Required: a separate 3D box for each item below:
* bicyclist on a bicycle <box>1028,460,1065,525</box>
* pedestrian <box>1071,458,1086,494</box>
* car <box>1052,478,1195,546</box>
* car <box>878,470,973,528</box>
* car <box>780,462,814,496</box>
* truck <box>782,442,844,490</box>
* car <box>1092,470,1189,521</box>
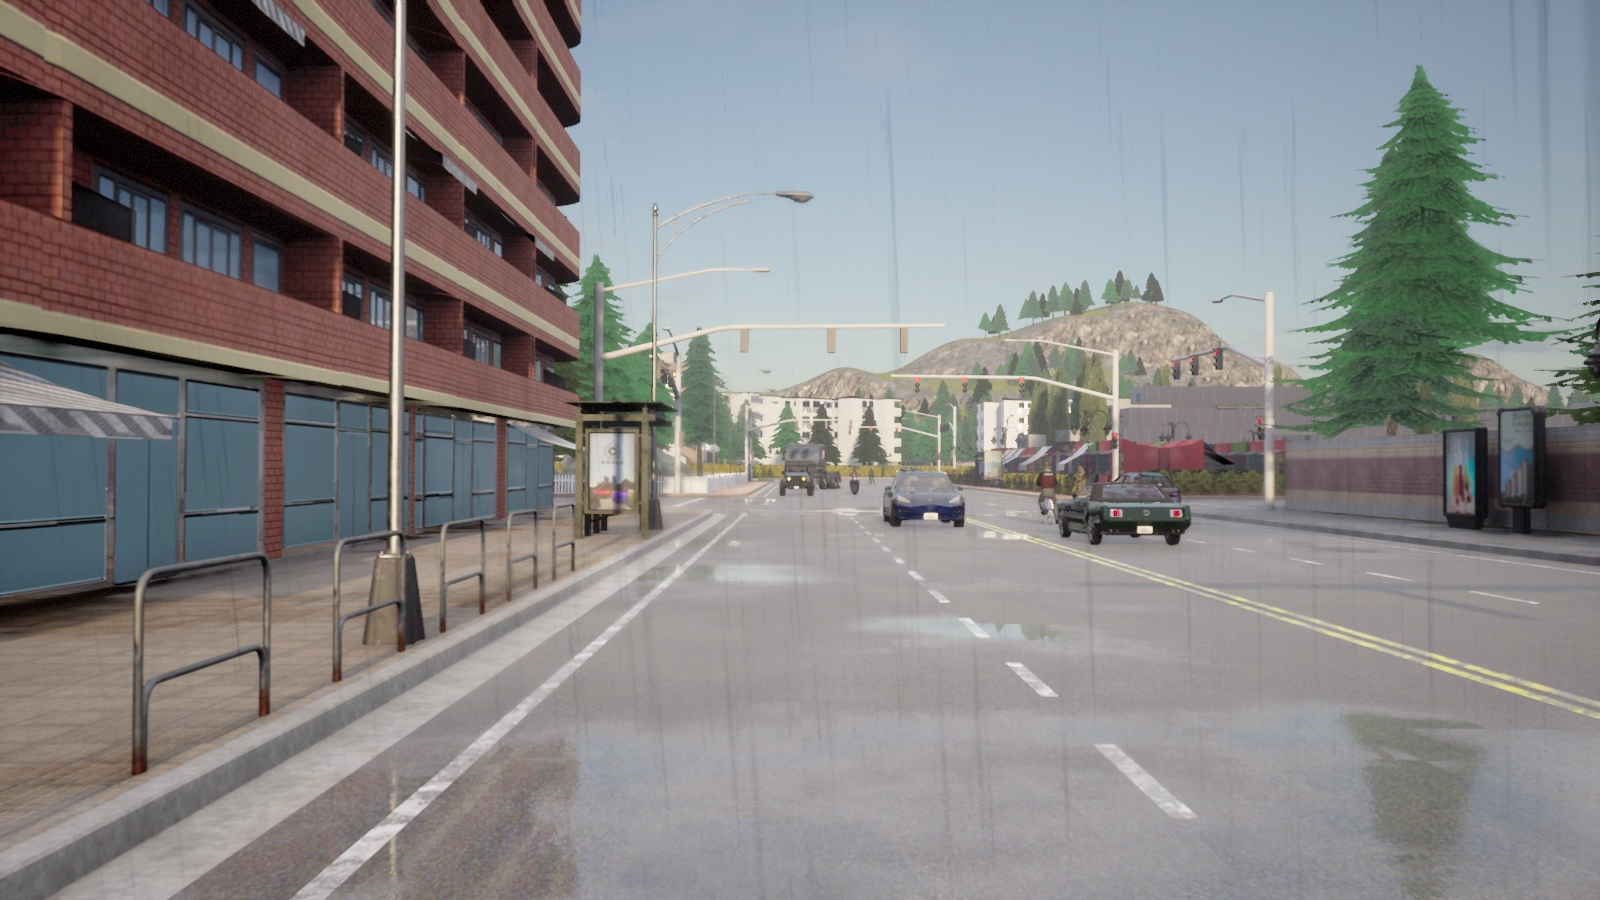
[{"bbox_3d":[6.906,1.173,35.275,0.659,1.776,1.843,0,-1,0],"label":"bicyclist on a bicycle"},{"bbox_3d":[14.635,1.368,66.012,0.692,1.930,0.396,0,-1,6],"label":"pedestrian"},{"bbox_3d":[6.928,1.287,27.402,1.895,1.301,4.718,0,-1,0],"label":"car"},{"bbox_3d":[3.389,1.309,34.798,2.163,1.488,4.792,0,-1,0],"label":"car"},{"bbox_3d":[-0.189,1.665,71.823,1.905,1.878,3.866,0,-1,0],"label":"car"},{"bbox_3d":[1.055,1.217,94.657,2.891,3.462,7.936,0,-1,14],"label":"truck"},{"bbox_3d":[10.398,1.351,38.619,1.816,1.474,4.193,0,-1,0],"label":"car"}]
